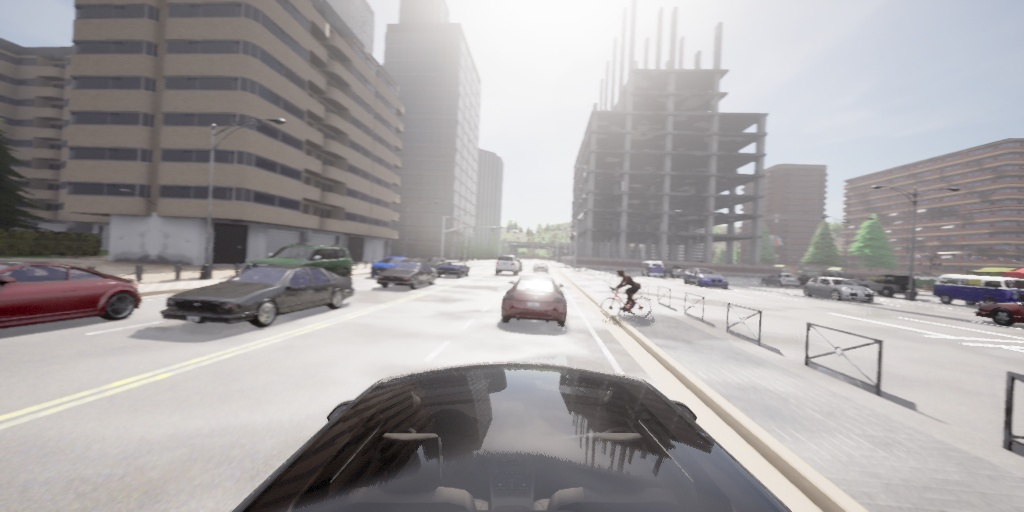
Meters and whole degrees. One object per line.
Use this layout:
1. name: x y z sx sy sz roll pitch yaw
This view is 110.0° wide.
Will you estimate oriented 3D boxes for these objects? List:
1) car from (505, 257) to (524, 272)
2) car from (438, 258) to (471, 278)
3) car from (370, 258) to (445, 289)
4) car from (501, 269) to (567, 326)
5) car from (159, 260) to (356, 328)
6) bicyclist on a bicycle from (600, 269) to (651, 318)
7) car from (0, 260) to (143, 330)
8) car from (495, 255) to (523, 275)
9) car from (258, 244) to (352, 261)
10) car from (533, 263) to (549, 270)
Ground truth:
1. car: 0.357 1.097 47.573 2.097 1.767 4.553 3 0 5
2. car: -4.847 1.097 30.174 1.895 1.301 4.718 3 0 5
3. car: -5.705 1.005 20.345 2.033 1.411 5.357 3 0 5
4. car: 0.789 1.347 12.119 1.994 1.385 4.181 3 0 5
5. car: -6.571 0.967 10.308 2.033 1.411 5.357 3 0 5
6. bicyclist on a bicycle: 3.738 1.248 11.792 1.656 1.620 0.582 0 0 5
7. car: -10.346 0.798 7.235 1.994 1.385 4.181 3 0 5
8. car: -0.460 0.931 38.027 2.150 2.045 5.566 3 0 5
9. car: -9.527 0.492 16.548 2.150 2.045 5.566 3 0 5
10. car: 3.496 1.504 43.427 1.895 1.301 4.718 3 0 5
